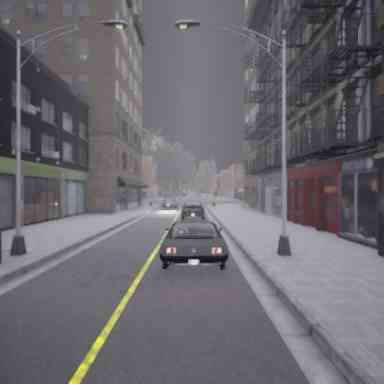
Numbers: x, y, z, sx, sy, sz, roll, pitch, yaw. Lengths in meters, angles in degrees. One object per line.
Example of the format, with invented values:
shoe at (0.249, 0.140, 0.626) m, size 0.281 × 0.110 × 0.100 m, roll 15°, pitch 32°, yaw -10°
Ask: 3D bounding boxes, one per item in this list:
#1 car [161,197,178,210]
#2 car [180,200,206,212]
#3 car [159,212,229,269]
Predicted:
car at (-2.802, 1.394, 41.815) m, size 2.128 × 1.511 × 4.902 m, roll 0°, pitch 0°, yaw 0°
car at (0.085, 1.435, 27.412) m, size 1.837 × 1.490 × 4.892 m, roll 0°, pitch 0°, yaw 0°
car at (0.068, 1.570, 11.032) m, size 1.895 × 1.301 × 4.718 m, roll 0°, pitch 0°, yaw 0°
